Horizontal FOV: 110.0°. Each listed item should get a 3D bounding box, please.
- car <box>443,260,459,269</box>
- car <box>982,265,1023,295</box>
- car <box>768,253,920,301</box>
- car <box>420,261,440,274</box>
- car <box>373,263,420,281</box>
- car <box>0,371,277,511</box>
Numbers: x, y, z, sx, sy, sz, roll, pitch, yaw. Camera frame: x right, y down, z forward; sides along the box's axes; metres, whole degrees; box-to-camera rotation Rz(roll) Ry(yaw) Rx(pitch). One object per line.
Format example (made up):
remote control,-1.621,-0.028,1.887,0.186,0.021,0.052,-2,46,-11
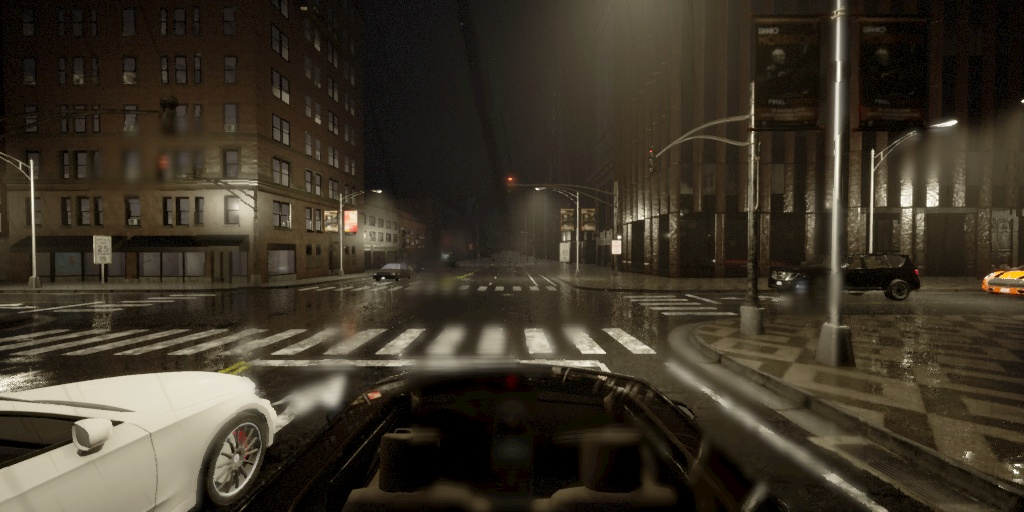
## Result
car,-9.627,1.316,56.711,1.994,1.385,4.181,0,0,1
car,24.541,0.961,16.231,4.553,1.767,2.097,0,1,0
car,14.872,0.868,16.223,5.566,2.045,2.150,0,1,1
car,-9.713,1.318,41.711,1.994,1.385,4.181,0,0,0
car,-9.741,1.300,30.000,2.033,1.411,5.357,0,0,2
car,-3.159,1.276,1.403,1.812,1.442,4.674,0,0,2
